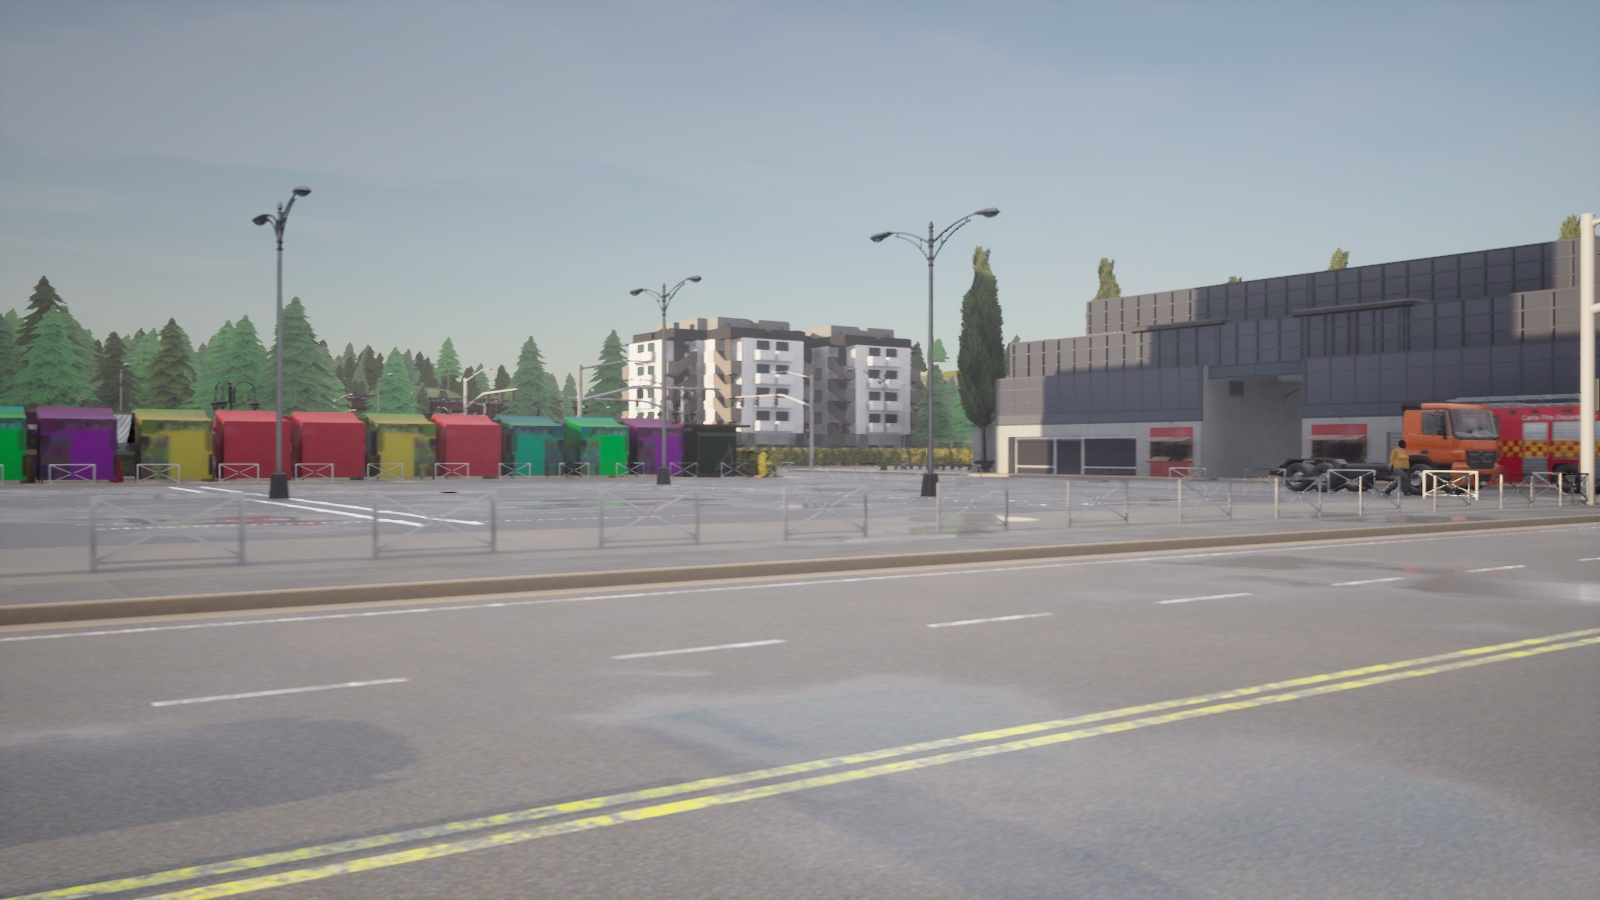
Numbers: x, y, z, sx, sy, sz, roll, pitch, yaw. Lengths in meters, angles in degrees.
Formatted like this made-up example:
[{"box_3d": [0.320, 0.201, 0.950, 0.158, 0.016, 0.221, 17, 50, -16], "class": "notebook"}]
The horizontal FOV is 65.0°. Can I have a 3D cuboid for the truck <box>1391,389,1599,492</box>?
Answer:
[{"box_3d": [28.782, -0.356, 50.844, 2.891, 3.827, 8.468, 0, 0, -34], "class": "truck"}]

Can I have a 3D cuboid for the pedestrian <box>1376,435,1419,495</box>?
[{"box_3d": [18.646, 0.460, 39.189, 0.874, 1.855, 0.900, 0, 0, -38], "class": "pedestrian"}]

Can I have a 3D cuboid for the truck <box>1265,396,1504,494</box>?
[{"box_3d": [22.175, -0.166, 48.142, 2.891, 3.462, 7.936, 0, 0, -33], "class": "truck"}]
